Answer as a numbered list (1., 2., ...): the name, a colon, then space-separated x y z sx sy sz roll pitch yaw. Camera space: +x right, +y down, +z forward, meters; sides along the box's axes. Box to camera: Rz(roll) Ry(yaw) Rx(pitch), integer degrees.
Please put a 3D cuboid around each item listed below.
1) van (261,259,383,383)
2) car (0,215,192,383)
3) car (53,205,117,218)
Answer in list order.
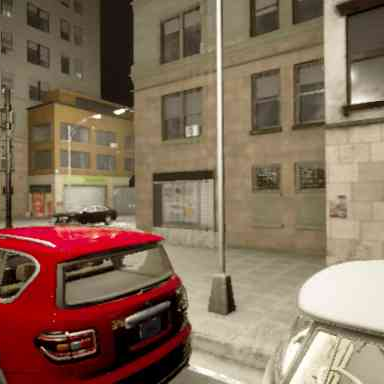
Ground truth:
1. van: 2.169 1.327 1.272 3.998 1.788 1.690 -1 0 35
2. car: -2.331 1.367 4.455 5.009 1.841 2.192 -1 0 35
3. car: -7.408 1.645 23.032 2.128 1.511 4.902 -1 0 35
